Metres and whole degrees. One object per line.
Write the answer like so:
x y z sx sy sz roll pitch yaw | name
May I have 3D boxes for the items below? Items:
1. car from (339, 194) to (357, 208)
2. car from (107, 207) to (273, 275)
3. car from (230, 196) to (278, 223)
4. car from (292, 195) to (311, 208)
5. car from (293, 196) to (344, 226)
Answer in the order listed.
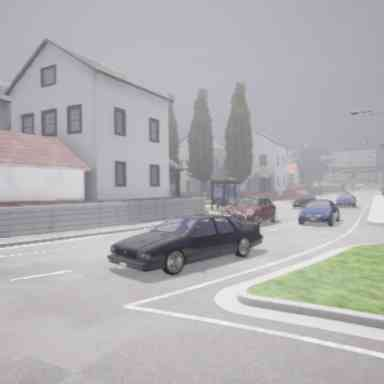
16.774 0.922 36.191 1.812 1.442 4.674 0 1 29 | car
0.108 1.421 10.366 2.033 1.411 5.357 0 1 45 | car
3.524 1.076 20.176 2.097 1.767 4.553 0 1 33 | car
11.747 1.036 34.373 1.994 1.385 4.181 0 1 29 | car
7.910 1.199 20.506 1.812 1.442 4.674 0 1 31 | car
